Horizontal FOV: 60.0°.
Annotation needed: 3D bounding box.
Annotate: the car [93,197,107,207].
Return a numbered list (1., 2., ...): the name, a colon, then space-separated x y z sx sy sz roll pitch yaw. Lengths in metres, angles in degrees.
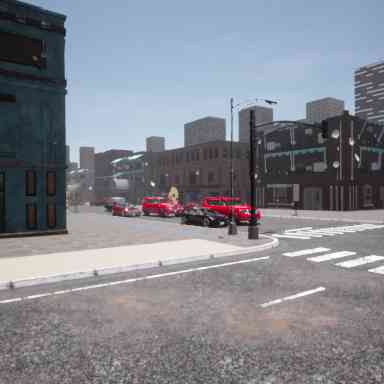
1. car: -16.432 1.940 63.449 2.192 1.841 5.009 -1 0 -36

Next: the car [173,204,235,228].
1. car: 0.811 1.814 24.695 1.947 1.339 4.313 -2 0 -36

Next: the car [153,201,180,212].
1. car: -3.555 1.966 45.434 1.802 1.307 4.206 -2 0 -36

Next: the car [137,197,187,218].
1. car: -3.253 1.566 35.060 2.150 2.045 5.566 -1 0 -35

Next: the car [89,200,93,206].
1. car: -19.644 2.228 67.954 1.887 1.381 4.507 -1 0 -36

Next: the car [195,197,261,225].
1. car: 2.901 1.445 26.472 2.150 2.045 5.566 -1 0 -34

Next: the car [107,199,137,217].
1. car: -7.159 1.846 36.057 1.967 1.590 4.097 -1 0 -36

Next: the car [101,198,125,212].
1. car: -10.145 1.982 44.742 1.837 1.490 4.892 -1 0 -35

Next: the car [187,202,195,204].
1. car: -0.338 1.904 40.931 1.802 1.307 4.206 -2 0 -36
